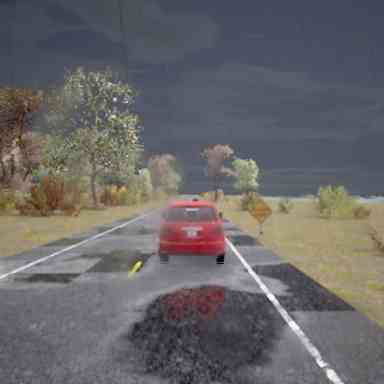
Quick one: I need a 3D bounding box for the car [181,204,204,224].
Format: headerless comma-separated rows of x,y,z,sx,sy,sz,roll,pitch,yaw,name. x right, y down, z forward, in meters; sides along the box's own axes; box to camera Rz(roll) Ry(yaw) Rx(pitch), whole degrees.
0.031,1.827,28.899,1.812,1.442,4.674,0,0,0,car

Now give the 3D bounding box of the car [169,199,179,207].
-3.499,2.194,65.262,1.812,1.442,4.674,0,-1,1,car

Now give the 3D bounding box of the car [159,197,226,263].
0.014,1.359,12.615,2.150,2.045,5.566,0,0,0,car

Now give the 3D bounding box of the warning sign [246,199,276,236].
3.550,1.296,17.167,1.300,1.860,1.060,0,-1,0,warning sign
